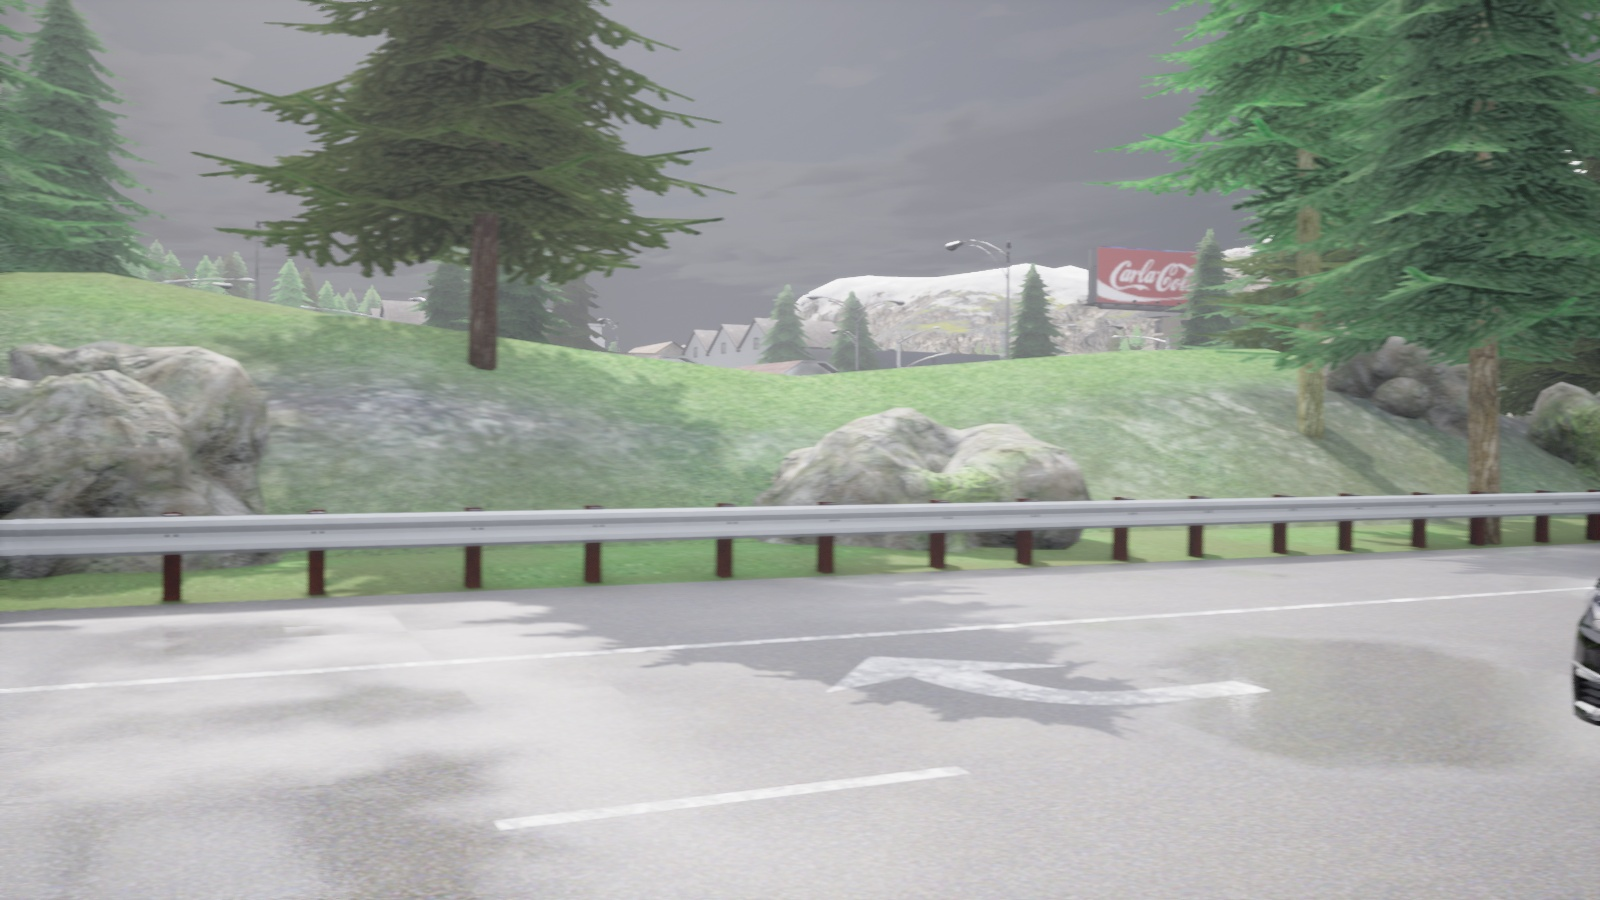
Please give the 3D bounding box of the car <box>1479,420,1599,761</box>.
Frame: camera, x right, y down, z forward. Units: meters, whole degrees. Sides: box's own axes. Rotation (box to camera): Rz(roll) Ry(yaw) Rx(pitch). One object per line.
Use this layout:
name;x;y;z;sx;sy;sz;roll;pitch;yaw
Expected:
car;5.968;0.588;6.135;4.902;1.511;2.128;-1;1;-24
